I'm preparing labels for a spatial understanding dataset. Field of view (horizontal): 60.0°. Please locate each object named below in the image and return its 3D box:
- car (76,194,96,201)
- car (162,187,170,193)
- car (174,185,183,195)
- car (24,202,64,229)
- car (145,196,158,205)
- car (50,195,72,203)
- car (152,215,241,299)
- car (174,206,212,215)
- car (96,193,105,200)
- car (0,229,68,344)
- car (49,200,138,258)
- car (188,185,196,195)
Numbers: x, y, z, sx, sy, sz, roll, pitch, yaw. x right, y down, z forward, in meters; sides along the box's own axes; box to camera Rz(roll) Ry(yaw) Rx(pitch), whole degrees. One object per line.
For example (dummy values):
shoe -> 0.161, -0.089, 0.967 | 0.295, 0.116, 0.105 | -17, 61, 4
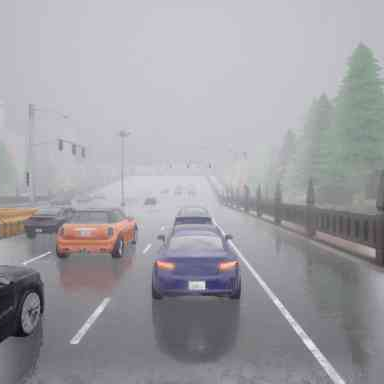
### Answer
car -> -21.147, 1.458, 65.462 | 2.033, 1.411, 5.357 | 0, 2, 0
car -> -7.084, -0.514, 90.183 | 1.812, 1.442, 4.674 | 0, 7, 0
car -> -3.598, -0.047, 86.036 | 1.837, 1.490, 4.892 | 0, 7, 0
car -> -6.940, 1.505, 17.477 | 1.837, 1.490, 4.892 | 0, 0, 0
car -> -6.985, 1.498, 57.077 | 1.837, 1.490, 4.892 | 1, 0, -1
car -> -21.189, 1.351, 53.797 | 2.097, 1.767, 4.553 | 0, 0, 0
car -> 0.083, 1.526, 8.305 | 1.812, 1.442, 4.674 | 0, 0, 0
car -> 0.062, 1.478, 17.636 | 1.882, 1.535, 5.008 | 0, 0, 0
car -> -21.134, 0.973, 75.588 | 1.994, 1.385, 4.181 | 0, 3, 0
car -> -3.410, 1.491, 3.720 | 2.128, 1.511, 4.902 | 0, 0, 0
car -> -3.428, 1.352, 12.836 | 2.097, 1.767, 4.553 | 0, 0, 0
car -> -0.098, -0.069, 86.023 | 1.882, 1.535, 5.008 | 0, 7, 0
